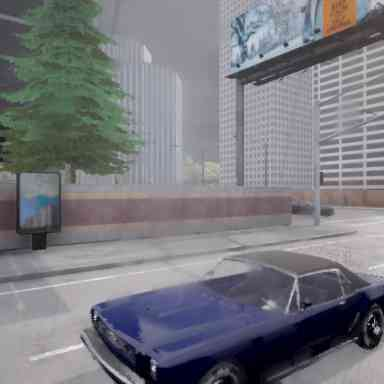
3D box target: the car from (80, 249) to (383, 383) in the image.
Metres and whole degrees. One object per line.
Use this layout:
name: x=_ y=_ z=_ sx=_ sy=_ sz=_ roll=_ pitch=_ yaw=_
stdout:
car: x=0.991 y=1.601 z=4.706 sx=4.718 sy=1.301 sz=1.895 roll=0 pitch=0 yaw=-36

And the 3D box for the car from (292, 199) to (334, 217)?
car: x=10.500 y=1.477 z=30.431 sx=1.882 sy=1.535 sz=5.008 roll=0 pitch=0 yaw=-35

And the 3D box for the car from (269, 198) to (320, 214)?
car: x=10.951 y=1.492 z=35.855 sx=2.128 sy=1.511 sz=4.902 roll=0 pitch=0 yaw=-35

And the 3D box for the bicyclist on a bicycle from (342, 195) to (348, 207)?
bicyclist on a bicycle: x=21.291 y=1.301 z=46.319 sx=1.656 sy=1.620 sz=0.582 roll=0 pitch=0 yaw=-35
